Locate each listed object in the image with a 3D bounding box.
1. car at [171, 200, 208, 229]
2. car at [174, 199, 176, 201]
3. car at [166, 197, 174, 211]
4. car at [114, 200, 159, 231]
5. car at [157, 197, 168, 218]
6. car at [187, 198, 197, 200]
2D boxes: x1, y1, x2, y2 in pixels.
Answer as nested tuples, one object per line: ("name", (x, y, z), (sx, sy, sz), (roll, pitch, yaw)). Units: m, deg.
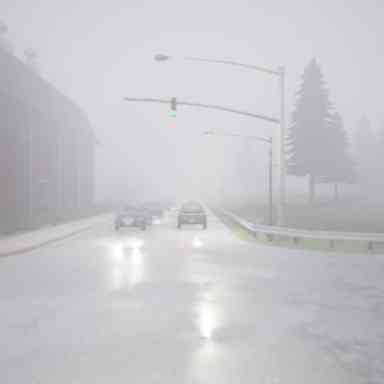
("car", (0.002, 1.512, 21.896), (2.128, 1.511, 4.902), (0, 0, 0))
("car", (-3.546, 1.515, 51.302), (1.882, 1.535, 5.008), (0, 0, 0))
("car", (-3.589, 1.558, 40.813), (1.812, 1.442, 4.674), (0, 0, 0))
("car", (-3.598, 1.514, 21.077), (2.128, 1.511, 4.902), (0, 0, 0))
("car", (-3.595, 1.532, 30.549), (1.837, 1.490, 4.892), (0, 0, 0))
("car", (0.006, 1.580, 47.410), (2.033, 1.411, 5.357), (0, 0, 0))
